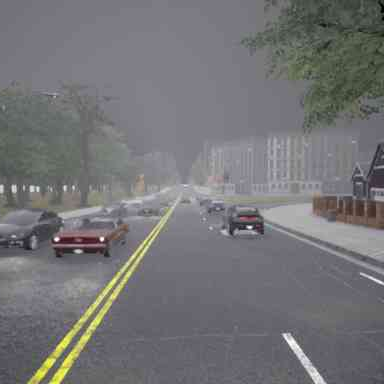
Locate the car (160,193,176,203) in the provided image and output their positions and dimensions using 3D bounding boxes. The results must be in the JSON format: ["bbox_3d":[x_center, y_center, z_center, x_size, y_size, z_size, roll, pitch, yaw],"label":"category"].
[{"bbox_3d":[-4.692,1.380,65.019,1.837,1.490,4.892,0,0,-1],"label":"car"}]

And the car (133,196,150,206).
[{"bbox_3d":[-7.651,1.471,48.470,1.812,1.442,4.674,0,0,-1],"label":"car"}]

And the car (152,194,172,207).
[{"bbox_3d":[-4.418,1.448,49.311,1.837,1.490,4.892,0,0,-1],"label":"car"}]

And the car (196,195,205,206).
[{"bbox_3d":[2.108,1.456,52.488,1.812,1.442,4.674,0,0,-1],"label":"car"}]

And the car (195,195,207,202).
[{"bbox_3d":[1.846,1.332,69.789,2.128,1.511,4.902,0,0,-1],"label":"car"}]

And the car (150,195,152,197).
[{"bbox_3d":[-7.941,1.399,65.259,1.812,1.442,4.674,0,0,-1],"label":"car"}]

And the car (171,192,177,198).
[{"bbox_3d":[-4.979,1.211,80.396,1.882,1.535,5.008,0,1,-1],"label":"car"}]

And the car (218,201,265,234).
[{"bbox_3d":[2.818,1.490,18.977,1.837,1.490,4.892,0,0,-1],"label":"car"}]

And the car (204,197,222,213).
[{"bbox_3d":[2.566,1.490,35.739,1.812,1.442,4.674,0,0,-1],"label":"car"}]

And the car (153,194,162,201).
[{"bbox_3d":[-8.226,1.234,80.249,1.837,1.490,4.892,0,1,-1],"label":"car"}]

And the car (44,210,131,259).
[{"bbox_3d":[-3.653,1.591,12.799,1.895,1.301,4.718,0,0,-1],"label":"car"}]

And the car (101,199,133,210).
[{"bbox_3d":[-7.304,1.460,31.821,2.128,1.511,4.902,0,0,-1],"label":"car"}]

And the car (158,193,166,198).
[{"bbox_3d":[-8.536,0.964,94.957,1.895,1.301,4.718,0,1,-1],"label":"car"}]

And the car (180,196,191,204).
[{"bbox_3d":[-1.258,1.438,62.808,2.033,1.411,5.357,0,0,-1],"label":"car"}]

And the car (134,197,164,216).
[{"bbox_3d":[-4.057,1.473,31.981,1.837,1.490,4.892,0,0,-1],"label":"car"}]

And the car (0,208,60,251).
[{"bbox_3d":[-6.930,1.494,14.063,1.837,1.490,4.892,0,0,-1],"label":"car"}]
